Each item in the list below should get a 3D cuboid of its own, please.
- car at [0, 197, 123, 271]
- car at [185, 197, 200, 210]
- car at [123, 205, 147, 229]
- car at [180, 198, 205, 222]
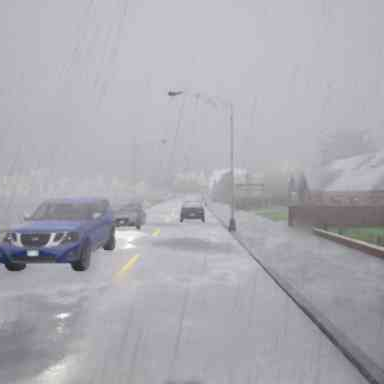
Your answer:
[{"bbox_3d":[-4.107,1.224,11.313,2.150,2.045,5.566,0,0,0],"label":"car"},{"bbox_3d":[0.047,1.481,44.990,1.882,1.535,5.008,0,0,0],"label":"car"},{"bbox_3d":[-4.081,1.567,21.405,1.994,1.385,4.181,0,0,0],"label":"car"},{"bbox_3d":[0.046,1.480,26.618,1.882,1.535,5.008,0,0,0],"label":"car"}]
